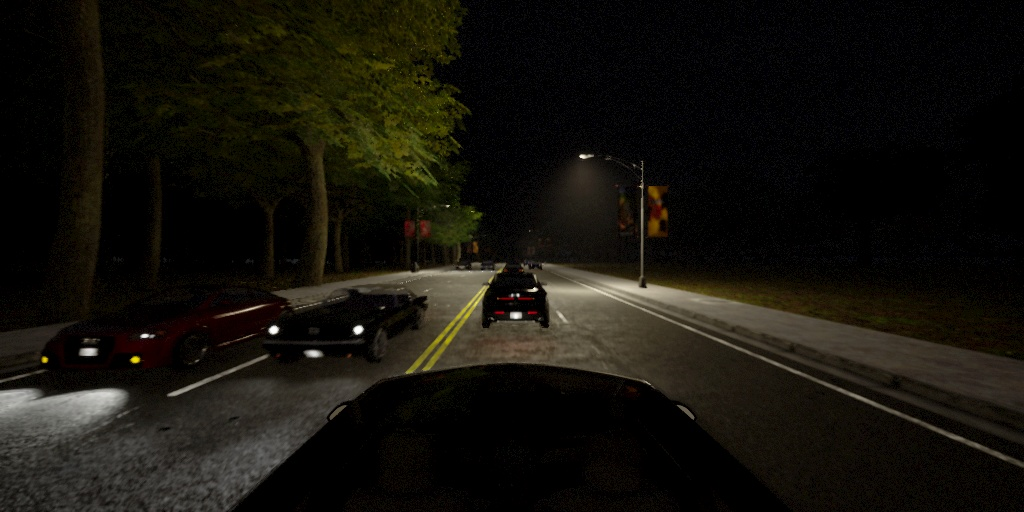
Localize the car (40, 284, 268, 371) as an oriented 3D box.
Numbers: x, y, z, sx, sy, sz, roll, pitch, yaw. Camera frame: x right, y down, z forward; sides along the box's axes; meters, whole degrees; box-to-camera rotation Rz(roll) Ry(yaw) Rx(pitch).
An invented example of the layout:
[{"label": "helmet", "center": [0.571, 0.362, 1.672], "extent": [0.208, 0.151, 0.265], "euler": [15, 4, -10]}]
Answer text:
[{"label": "car", "center": [-6.599, 1.306, 7.579], "extent": [1.994, 1.385, 4.181], "euler": [0, 0, 0]}]

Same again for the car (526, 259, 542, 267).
[{"label": "car", "center": [3.361, 1.364, 53.078], "extent": [1.895, 1.301, 4.718], "euler": [0, 0, 0]}]

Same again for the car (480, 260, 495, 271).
[{"label": "car", "center": [-3.318, 1.304, 49.262], "extent": [2.033, 1.411, 5.357], "euler": [0, 0, 0]}]

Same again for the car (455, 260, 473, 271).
[{"label": "car", "center": [-6.567, 1.283, 49.378], "extent": [1.812, 1.442, 4.674], "euler": [0, 0, 0]}]

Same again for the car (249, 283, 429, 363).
[{"label": "car", "center": [-3.349, 1.342, 8.267], "extent": [1.895, 1.301, 4.718], "euler": [0, 0, 0]}]

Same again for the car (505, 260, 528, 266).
[{"label": "car", "center": [0.108, 1.260, 30.028], "extent": [1.812, 1.442, 4.674], "euler": [0, 0, 0]}]

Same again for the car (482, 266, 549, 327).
[{"label": "car", "center": [0.102, 1.243, 11.431], "extent": [1.837, 1.490, 4.892], "euler": [0, 0, 0]}]
